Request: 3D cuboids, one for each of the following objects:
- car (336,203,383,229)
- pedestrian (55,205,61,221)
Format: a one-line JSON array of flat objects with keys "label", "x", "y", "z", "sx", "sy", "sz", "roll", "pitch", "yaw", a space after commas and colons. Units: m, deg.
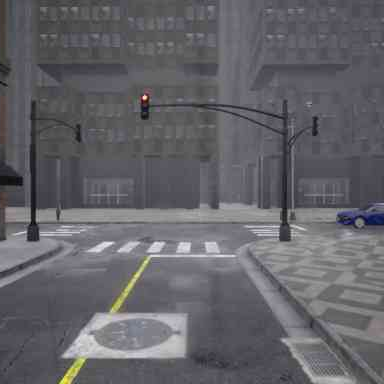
[{"label": "car", "x": 11.811, "y": 1.458, "z": 21.124, "sx": 5.008, "sy": 1.535, "sz": 1.882, "roll": 0, "pitch": 0, "yaw": 1}, {"label": "pedestrian", "x": -9.817, "y": 1.532, "z": 24.418, "sx": 0.500, "sy": 1.100, "sz": 0.500, "roll": 0, "pitch": 0, "yaw": 1}]
